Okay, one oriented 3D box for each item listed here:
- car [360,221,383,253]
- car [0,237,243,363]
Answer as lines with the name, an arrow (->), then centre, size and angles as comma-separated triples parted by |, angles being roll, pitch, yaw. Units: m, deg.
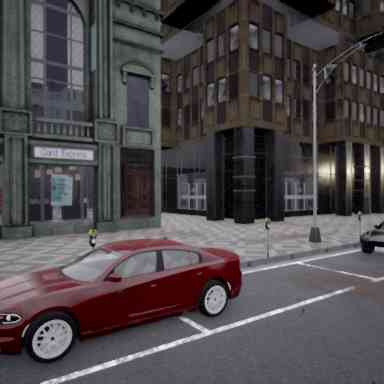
car -> 8.059, 1.560, 12.406 | 4.313, 1.339, 1.947 | 0, 0, -36
car -> -1.116, 1.543, 5.856 | 4.507, 1.381, 1.887 | 0, 0, -36
